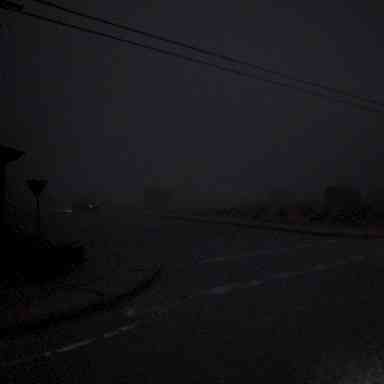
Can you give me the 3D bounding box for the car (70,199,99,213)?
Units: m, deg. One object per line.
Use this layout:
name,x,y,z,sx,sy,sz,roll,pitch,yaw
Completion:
car,-11.563,1.448,35.726,1.994,1.385,4.181,-1,0,-36

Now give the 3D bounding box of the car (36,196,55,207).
car,-21.865,1.365,49.722,2.128,1.511,4.902,0,0,-36
